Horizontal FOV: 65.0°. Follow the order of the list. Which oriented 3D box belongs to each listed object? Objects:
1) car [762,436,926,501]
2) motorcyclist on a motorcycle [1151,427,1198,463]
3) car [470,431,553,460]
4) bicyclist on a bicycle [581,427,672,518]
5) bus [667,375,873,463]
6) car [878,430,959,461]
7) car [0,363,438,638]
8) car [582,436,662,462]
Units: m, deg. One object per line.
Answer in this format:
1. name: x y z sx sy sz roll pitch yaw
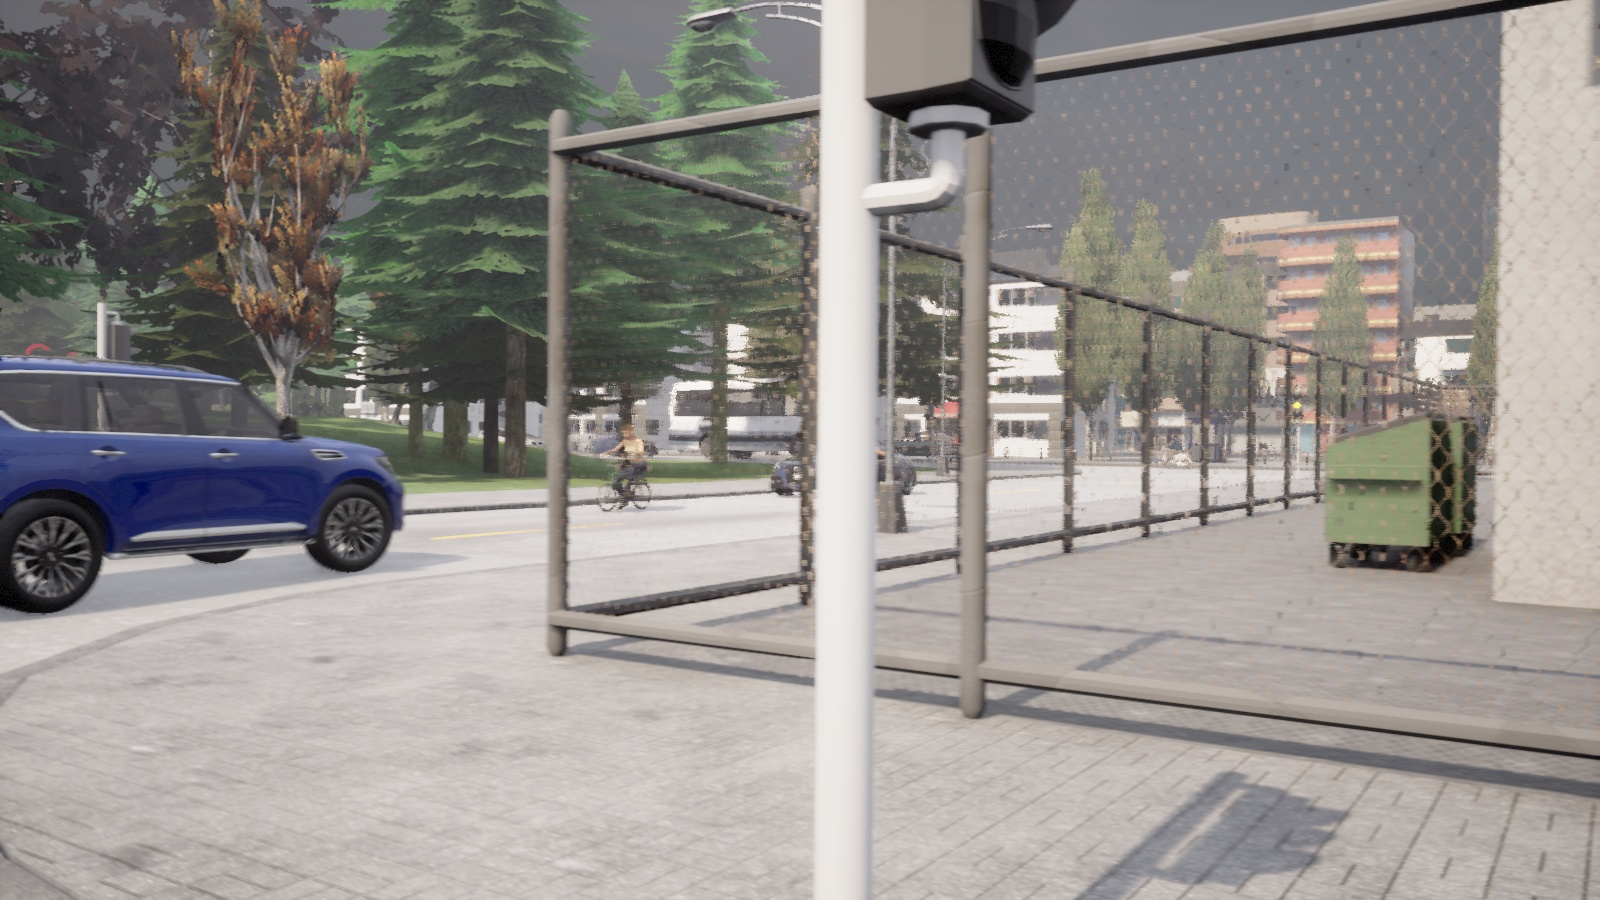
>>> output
1. car: 1.119 0.381 29.585 1.994 1.385 4.181 0 1 33
2. motorcyclist on a motorcycle: 16.861 -0.241 56.633 0.866 1.590 1.817 -4 3 -40
3. car: -17.260 -0.293 75.100 4.611 1.667 2.242 0 1 34
4. bicyclist on a bicycle: -3.179 0.381 23.117 0.866 1.612 1.509 0 1 33
5. bus: -1.665 -1.514 64.781 10.273 4.253 3.944 0 1 35
6. car: 6.062 -0.224 64.425 3.705 1.549 1.789 0 1 33
7. car: -6.091 0.347 11.626 2.150 2.045 5.566 0 1 24
8. car: -9.976 -0.073 70.255 4.181 1.385 1.994 0 1 33
